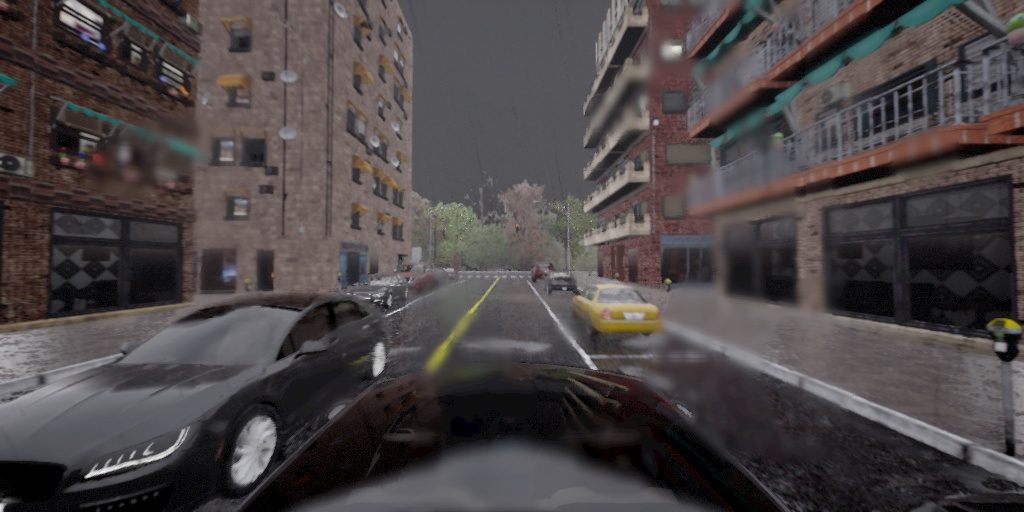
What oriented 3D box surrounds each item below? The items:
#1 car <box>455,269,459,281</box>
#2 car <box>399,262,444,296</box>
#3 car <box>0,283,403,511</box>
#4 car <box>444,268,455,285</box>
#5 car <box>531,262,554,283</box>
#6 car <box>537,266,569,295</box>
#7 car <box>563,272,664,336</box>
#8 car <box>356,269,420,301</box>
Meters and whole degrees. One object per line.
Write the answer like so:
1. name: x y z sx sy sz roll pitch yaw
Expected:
1. car: -5.829 1.712 32.759 1.802 1.307 4.207 0 0 0
2. car: -5.825 1.308 21.623 2.192 1.841 5.009 0 0 0
3. car: -3.102 1.289 4.554 1.837 1.490 4.892 0 -1 0
4. car: -5.827 1.627 27.191 1.948 1.339 4.313 0 0 0
5. car: 2.819 1.444 32.727 2.192 1.841 5.009 0 0 0
6. car: 2.822 1.543 21.593 2.007 1.370 4.403 0 0 0
7. car: 2.825 1.382 10.627 1.751 1.417 4.829 0 0 0
8. car: -5.824 1.475 16.055 2.007 1.370 4.403 0 0 0
